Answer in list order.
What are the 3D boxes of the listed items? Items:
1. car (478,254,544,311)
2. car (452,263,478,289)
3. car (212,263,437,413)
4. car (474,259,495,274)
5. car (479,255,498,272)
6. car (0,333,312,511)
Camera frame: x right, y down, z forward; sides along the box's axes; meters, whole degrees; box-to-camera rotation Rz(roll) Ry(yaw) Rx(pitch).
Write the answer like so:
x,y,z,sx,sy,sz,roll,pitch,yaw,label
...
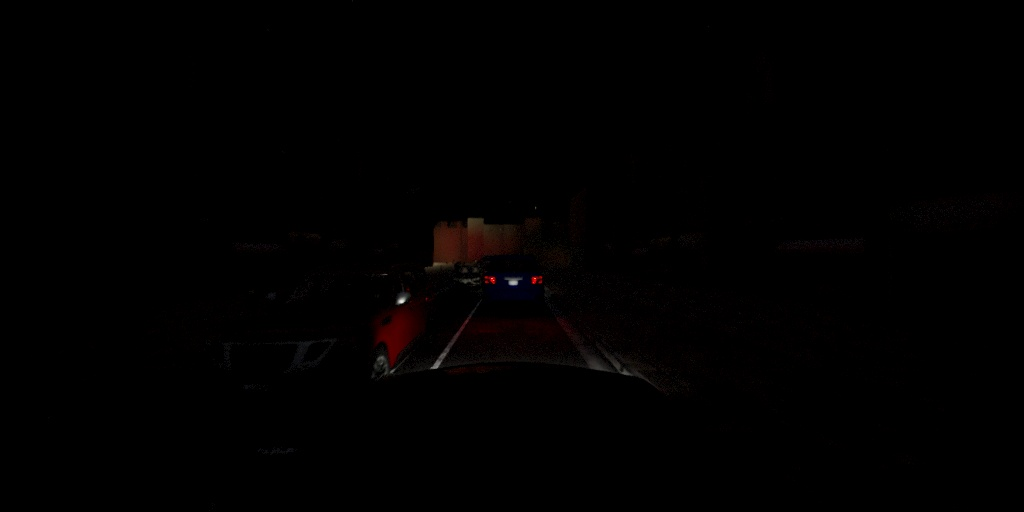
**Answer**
x,y,z,sx,sy,sz,roll,pitch,yaw,label
0.067,0.952,14.414,2.150,2.045,5.566,0,0,0,car
-2.637,1.269,22.492,2.007,1.370,4.403,0,0,0,car
-2.638,1.057,6.212,2.192,1.841,5.009,0,0,0,car
-3.013,1.176,40.206,1.882,1.535,5.008,0,0,0,car
-2.979,0.921,47.236,2.150,2.045,5.566,0,0,0,car
-2.638,1.318,0.784,1.948,1.339,4.313,0,0,0,car
